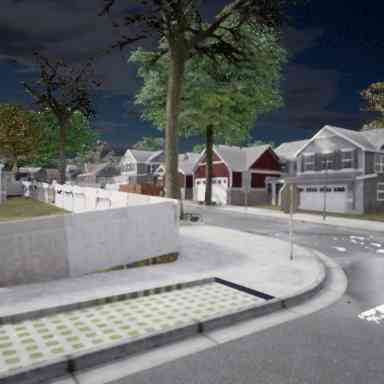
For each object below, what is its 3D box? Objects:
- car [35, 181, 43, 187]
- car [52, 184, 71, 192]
[{"bbox_3d":[-35.660,-1.876,77.108,1.837,1.490,4.892,1,2,-35],"label":"car"},{"bbox_3d":[-18.253,-0.457,46.912,2.033,1.411,5.357,1,2,-35],"label":"car"}]
